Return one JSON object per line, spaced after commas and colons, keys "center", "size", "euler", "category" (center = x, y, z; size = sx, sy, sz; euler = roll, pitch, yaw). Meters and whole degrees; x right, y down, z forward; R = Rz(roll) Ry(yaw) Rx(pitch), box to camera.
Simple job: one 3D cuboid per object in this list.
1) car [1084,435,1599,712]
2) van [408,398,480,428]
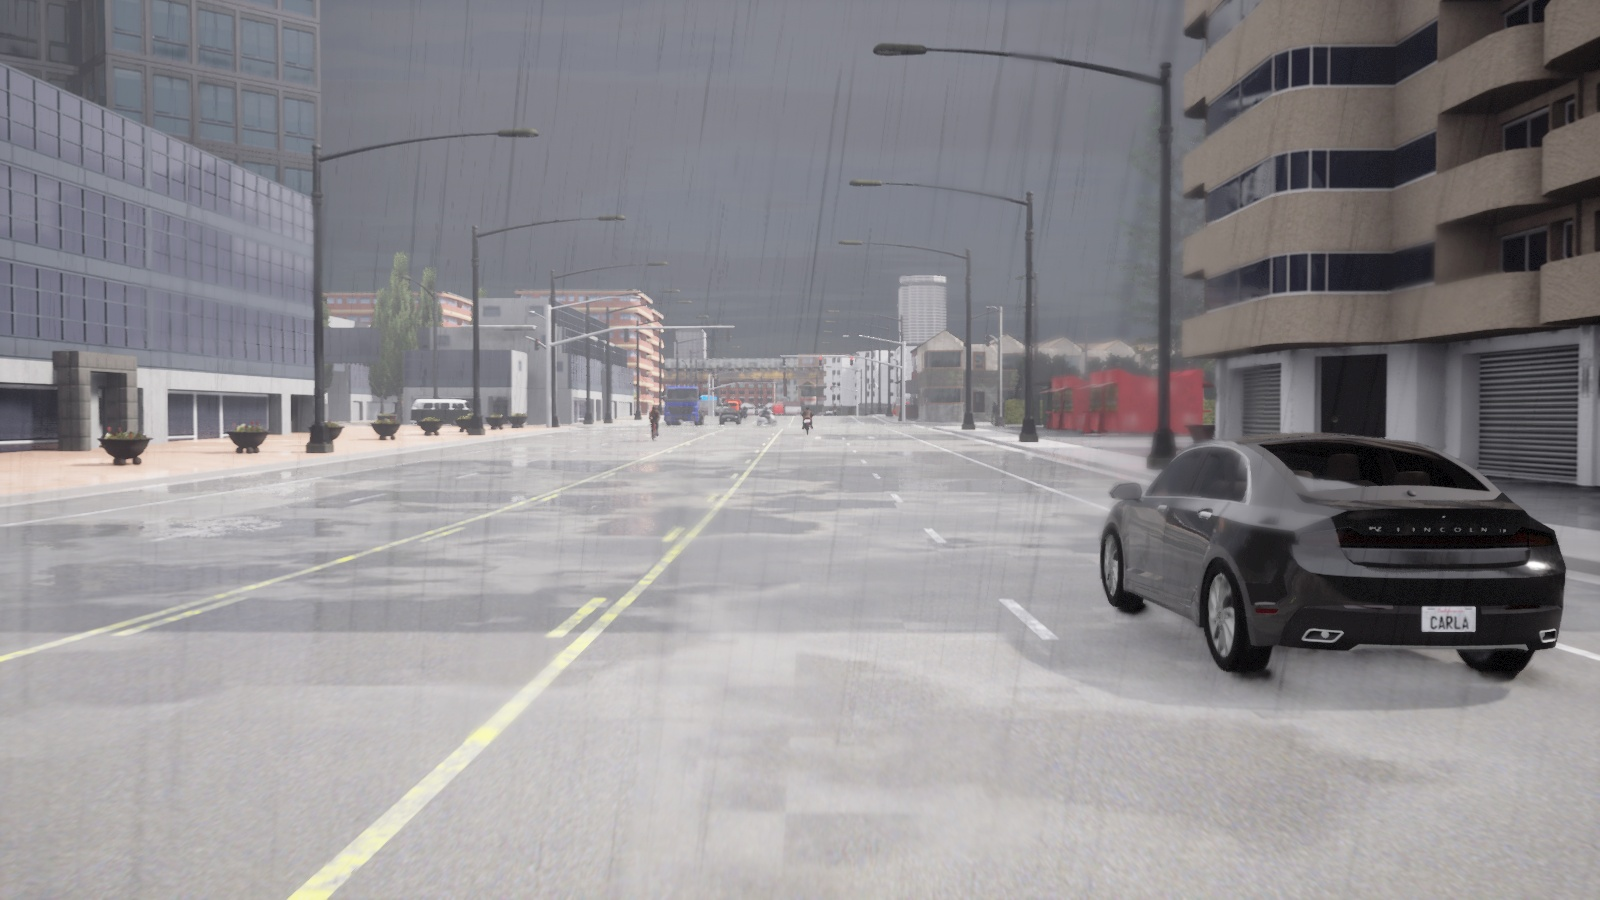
{"center": [3.569, 0.646, 9.296], "size": [1.837, 1.490, 4.892], "euler": [0, 1, 0], "category": "car"}
{"center": [-25.389, -2.634, 89.654], "size": [4.480, 2.038, 2.069], "euler": [0, 2, 1], "category": "van"}
